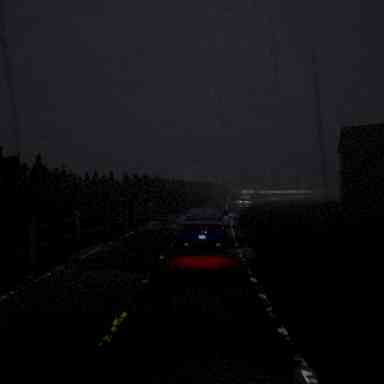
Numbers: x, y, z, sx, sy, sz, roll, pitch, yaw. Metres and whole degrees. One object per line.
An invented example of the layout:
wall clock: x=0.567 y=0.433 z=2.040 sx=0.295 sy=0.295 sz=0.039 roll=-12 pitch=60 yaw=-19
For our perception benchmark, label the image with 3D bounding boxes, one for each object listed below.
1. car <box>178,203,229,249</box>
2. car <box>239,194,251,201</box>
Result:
car: x=0.552 y=1.478 z=14.503 sx=1.882 sy=1.535 sz=5.008 roll=0 pitch=0 yaw=4
car: x=12.290 y=1.275 z=76.319 sx=1.812 sy=1.442 sz=4.674 roll=0 pitch=0 yaw=22
